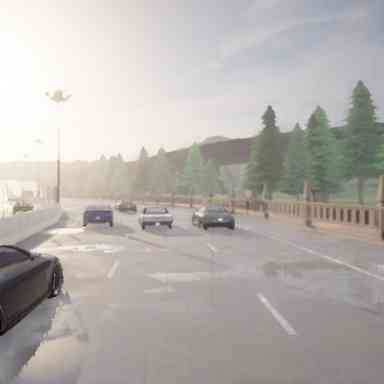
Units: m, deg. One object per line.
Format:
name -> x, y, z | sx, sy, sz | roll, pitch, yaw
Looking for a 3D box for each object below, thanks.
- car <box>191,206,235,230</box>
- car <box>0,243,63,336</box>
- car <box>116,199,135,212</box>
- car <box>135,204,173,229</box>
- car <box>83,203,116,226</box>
car -> 1.224, 1.534, 20.833 | 1.994, 1.385, 4.181 | 0, 0, -11
car -> -3.779, 1.571, 5.786 | 1.994, 1.385, 4.181 | 0, 0, -4
car -> -7.725, 1.547, 38.509 | 1.994, 1.385, 4.181 | 0, 0, -21
car -> -2.483, 1.584, 21.635 | 1.895, 1.301, 4.718 | 0, 0, -12
car -> -6.481, 1.474, 23.328 | 1.882, 1.535, 5.008 | 0, 0, -13
